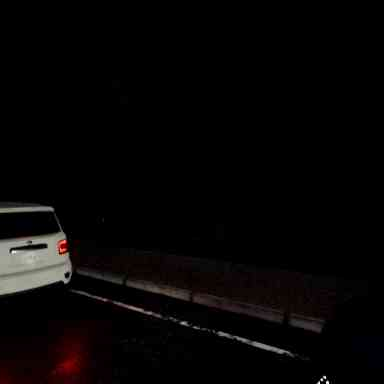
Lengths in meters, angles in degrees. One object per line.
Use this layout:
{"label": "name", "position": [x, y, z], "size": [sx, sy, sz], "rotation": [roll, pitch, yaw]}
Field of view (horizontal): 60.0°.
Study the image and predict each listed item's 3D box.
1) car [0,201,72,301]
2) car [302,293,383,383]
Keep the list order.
{"label": "car", "position": [-4.994, 1.220, 7.373], "size": [5.566, 2.045, 2.150], "rotation": [0, 0, 36]}
{"label": "car", "position": [3.293, 1.219, 1.290], "size": [5.566, 2.045, 2.150], "rotation": [0, 0, 36]}
